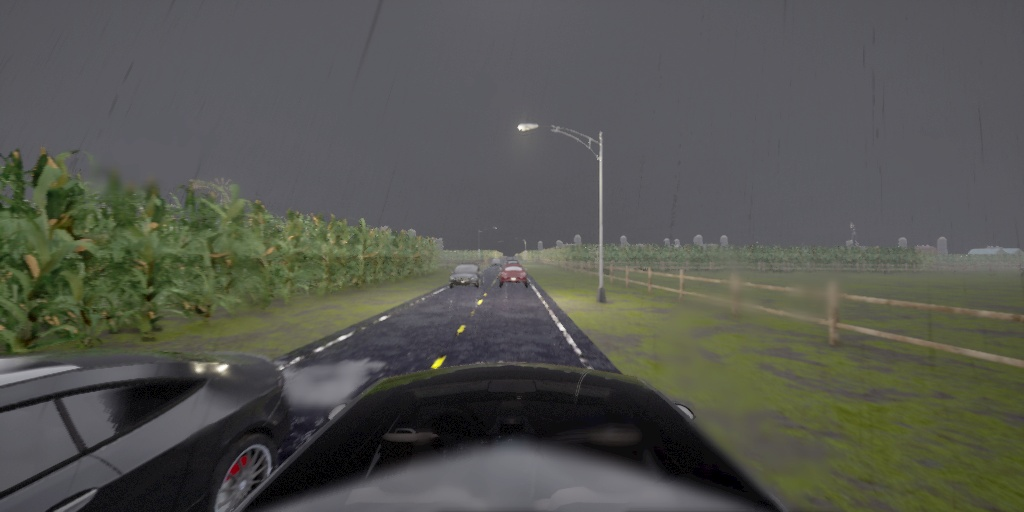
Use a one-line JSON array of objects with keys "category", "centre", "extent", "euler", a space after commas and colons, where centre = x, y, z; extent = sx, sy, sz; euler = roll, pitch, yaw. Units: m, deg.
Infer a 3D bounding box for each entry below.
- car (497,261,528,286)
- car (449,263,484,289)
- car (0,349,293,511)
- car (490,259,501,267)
[{"category": "car", "centre": [0.097, 1.269, 24.731], "extent": [1.812, 1.442, 4.674], "euler": [0, 0, 0]}, {"category": "car", "centre": [-2.849, 1.249, 23.143], "extent": [1.837, 1.490, 4.892], "euler": [0, 0, 0]}, {"category": "car", "centre": [-2.819, 1.276, 1.308], "extent": [1.812, 1.442, 4.674], "euler": [0, 0, 0]}, {"category": "car", "centre": [-2.777, 1.216, 64.107], "extent": [1.837, 1.490, 4.892], "euler": [0, 0, 0]}]
